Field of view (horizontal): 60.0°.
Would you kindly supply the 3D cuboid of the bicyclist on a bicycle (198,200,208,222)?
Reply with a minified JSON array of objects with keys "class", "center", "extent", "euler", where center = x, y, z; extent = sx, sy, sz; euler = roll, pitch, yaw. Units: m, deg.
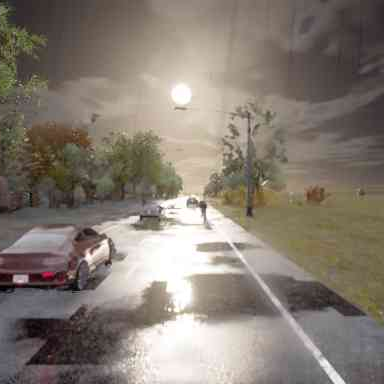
[{"class":"bicyclist on a bicycle","center":[0.966,1.493,26.550],"extent":[0.659,1.776,1.843],"euler":[0,0,0]}]

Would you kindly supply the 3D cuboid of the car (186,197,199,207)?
[{"class":"car","center":[0.060,1.619,57.770],"extent":[2.097,1.767,4.553],"euler":[0,0,0]}]

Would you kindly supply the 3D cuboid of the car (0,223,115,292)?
[{"class":"car","center":[-3.402,1.568,8.911],"extent":[1.812,1.442,4.674],"euler":[0,0,0]}]

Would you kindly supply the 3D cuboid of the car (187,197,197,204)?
[{"class":"car","center":[0.002,1.889,75.083],"extent":[2.033,1.411,5.357],"euler":[0,0,0]}]

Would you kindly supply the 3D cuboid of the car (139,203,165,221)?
[{"class":"car","center":[-3.401,1.681,28.908],"extent":[2.033,1.411,5.357],"euler":[0,0,0]}]

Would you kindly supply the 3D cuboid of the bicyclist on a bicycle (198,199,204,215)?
[{"class":"bicyclist on a bicycle","center":[0.965,1.616,35.338],"extent":[0.582,1.620,1.656],"euler":[0,-1,0]}]
